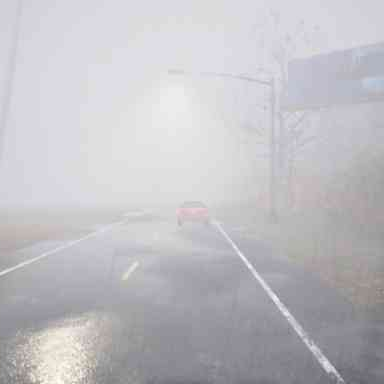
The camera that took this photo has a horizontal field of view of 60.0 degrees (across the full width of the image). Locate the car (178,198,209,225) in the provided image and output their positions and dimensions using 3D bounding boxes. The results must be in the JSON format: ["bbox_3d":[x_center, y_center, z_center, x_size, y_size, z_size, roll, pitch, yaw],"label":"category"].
[{"bbox_3d":[0.095,1.346,23.846,2.097,1.767,4.553,0,0,0],"label":"car"}]

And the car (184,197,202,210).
[{"bbox_3d":[0.094,1.481,42.955,2.128,1.511,4.902,0,0,0],"label":"car"}]
